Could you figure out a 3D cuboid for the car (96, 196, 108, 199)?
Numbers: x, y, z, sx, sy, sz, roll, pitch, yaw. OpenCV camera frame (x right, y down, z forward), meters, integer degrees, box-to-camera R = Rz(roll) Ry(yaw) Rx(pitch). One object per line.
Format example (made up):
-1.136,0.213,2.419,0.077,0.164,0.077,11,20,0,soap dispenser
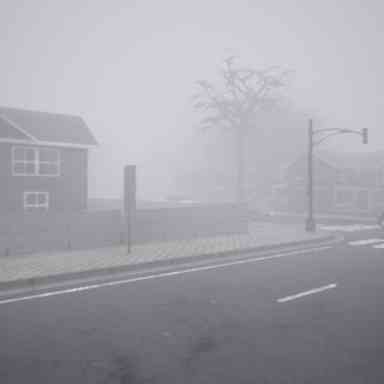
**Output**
-17.326,1.585,63.136,2.128,1.511,4.902,0,0,-35,car

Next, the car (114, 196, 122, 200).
-11.457,1.428,54.856,2.097,1.767,4.553,0,0,-35,car

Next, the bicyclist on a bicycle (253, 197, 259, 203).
6.526,1.328,34.487,1.656,1.620,0.582,0,0,-35,bicyclist on a bicycle

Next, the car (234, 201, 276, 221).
4.620,1.514,27.043,2.128,1.511,4.902,0,0,-35,car

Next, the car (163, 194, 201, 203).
-1.103,1.261,35.131,2.150,2.045,5.566,0,0,-35,car

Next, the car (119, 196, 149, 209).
-7.225,1.605,43.792,2.033,1.411,5.357,0,0,-35,car

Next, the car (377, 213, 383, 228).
13.156,1.470,19.021,1.882,1.535,5.008,1,0,-20,car
